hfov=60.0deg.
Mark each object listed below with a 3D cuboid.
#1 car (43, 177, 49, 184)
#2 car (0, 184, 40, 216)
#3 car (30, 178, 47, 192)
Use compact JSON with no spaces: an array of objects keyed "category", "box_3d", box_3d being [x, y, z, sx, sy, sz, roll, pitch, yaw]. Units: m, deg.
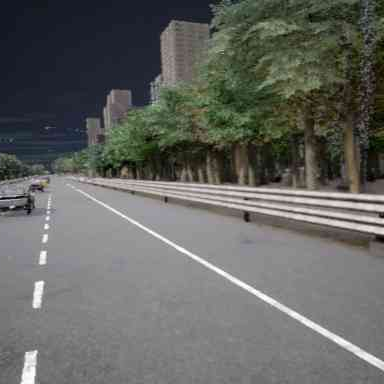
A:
[{"category":"car","box_3d":[-28.310,-1.512,62.169,1.882,1.535,5.008,-5,4,-22]},{"category":"car","box_3d":[-10.860,0.536,20.585,2.128,1.511,4.902,-5,4,-22]},{"category":"car","box_3d":[-21.349,-0.688,45.580,1.837,1.490,4.892,-5,4,-23]}]
